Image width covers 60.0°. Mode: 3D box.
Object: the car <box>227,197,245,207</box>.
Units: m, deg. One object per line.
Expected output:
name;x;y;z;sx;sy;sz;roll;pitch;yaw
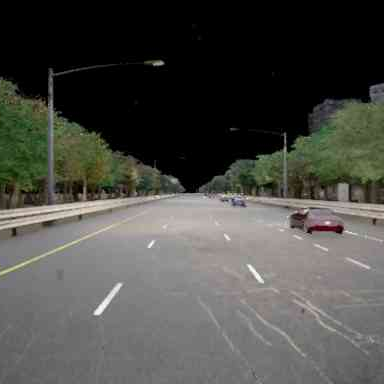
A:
car;6.983;1.550;51.023;1.812;1.442;4.674;0;0;0

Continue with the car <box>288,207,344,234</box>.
car;6.994;1.572;19.159;1.994;1.385;4.181;0;0;0

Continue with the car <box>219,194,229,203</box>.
car;6.996;1.638;72.871;1.895;1.301;4.718;0;0;0
